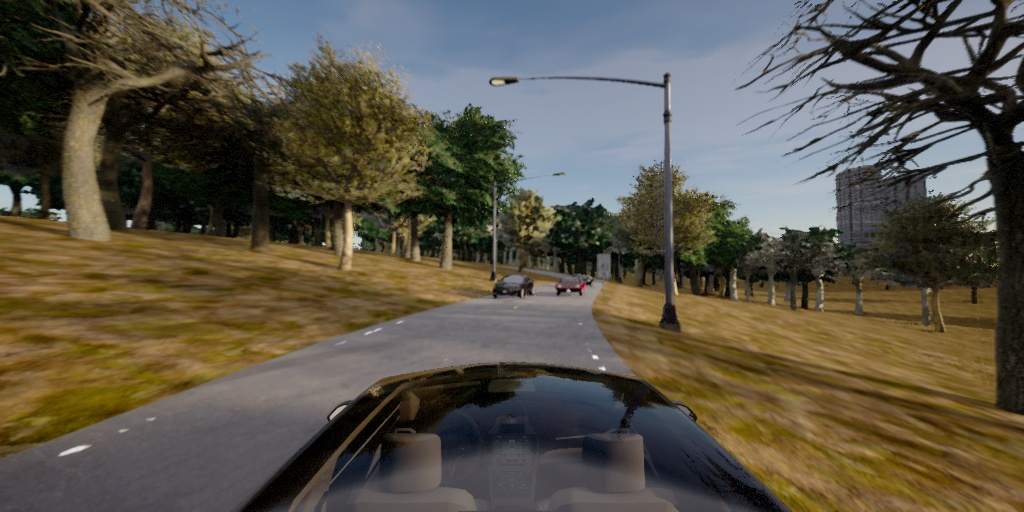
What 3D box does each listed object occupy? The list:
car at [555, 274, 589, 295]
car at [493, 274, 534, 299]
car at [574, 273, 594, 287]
[{"bbox_3d":[4.506,2.223,27.087,1.895,1.301,4.718,0,-2,15],"label":"car"},{"bbox_3d":[0.197,1.931,23.526,1.882,1.535,5.008,0,-2,15],"label":"car"},{"bbox_3d":[8.317,2.816,41.071,1.895,1.301,4.718,0,-2,16],"label":"car"}]
